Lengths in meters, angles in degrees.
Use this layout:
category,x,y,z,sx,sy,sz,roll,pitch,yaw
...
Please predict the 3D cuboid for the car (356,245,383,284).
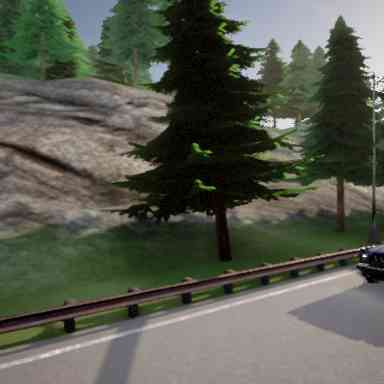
category,x,y,z,sx,sy,sz,roll,pitch,yaw
car,6.164,1.573,8.337,4.718,1.301,1.895,0,0,-35
